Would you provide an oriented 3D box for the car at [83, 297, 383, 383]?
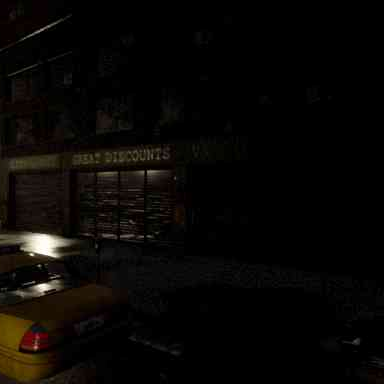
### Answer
[{"bbox_3d":[1.615,1.551,1.932,4.403,1.369,2.008,0,1,36],"label":"car"}]

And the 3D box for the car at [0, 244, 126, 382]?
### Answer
[{"bbox_3d":[-3.068,1.524,5.279,4.829,1.417,1.752,0,1,36],"label":"car"}]
